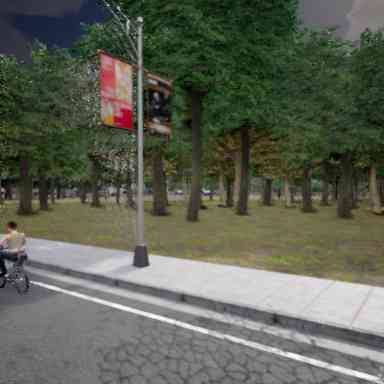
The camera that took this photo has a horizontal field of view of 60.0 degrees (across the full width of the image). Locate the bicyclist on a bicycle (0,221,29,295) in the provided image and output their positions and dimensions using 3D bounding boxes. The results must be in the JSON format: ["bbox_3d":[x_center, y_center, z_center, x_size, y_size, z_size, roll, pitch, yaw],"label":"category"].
[{"bbox_3d":[-4.169,1.474,7.656,1.509,1.612,0.866,0,0,35],"label":"bicyclist on a bicycle"}]
